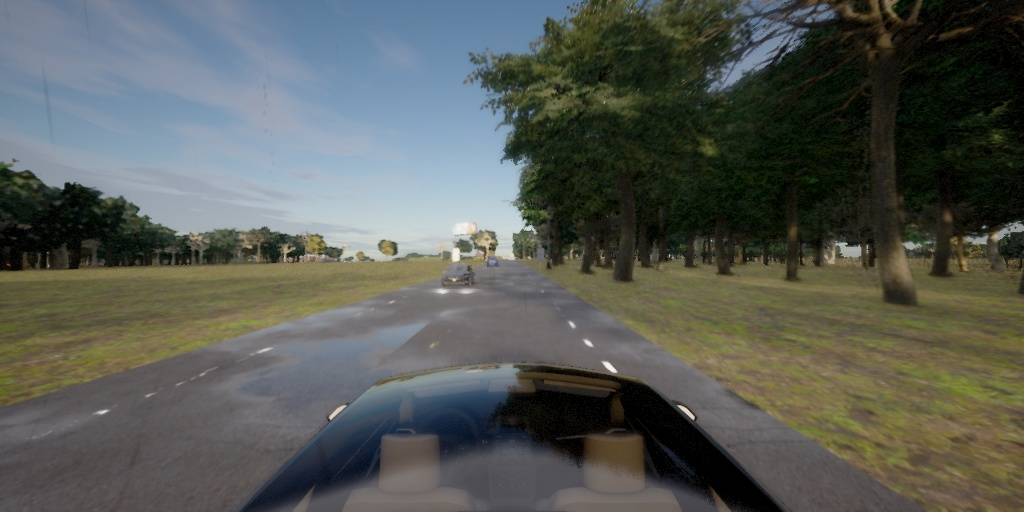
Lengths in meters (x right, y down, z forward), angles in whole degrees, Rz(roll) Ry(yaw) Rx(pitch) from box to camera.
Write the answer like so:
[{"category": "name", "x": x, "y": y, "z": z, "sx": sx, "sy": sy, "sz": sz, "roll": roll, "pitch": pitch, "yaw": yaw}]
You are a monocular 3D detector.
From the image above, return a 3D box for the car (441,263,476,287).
[{"category": "car", "x": -3.577, "y": 1.274, "z": 24.555, "sx": 1.837, "sy": 1.490, "sz": 4.892, "roll": 0, "pitch": 0, "yaw": 0}]
